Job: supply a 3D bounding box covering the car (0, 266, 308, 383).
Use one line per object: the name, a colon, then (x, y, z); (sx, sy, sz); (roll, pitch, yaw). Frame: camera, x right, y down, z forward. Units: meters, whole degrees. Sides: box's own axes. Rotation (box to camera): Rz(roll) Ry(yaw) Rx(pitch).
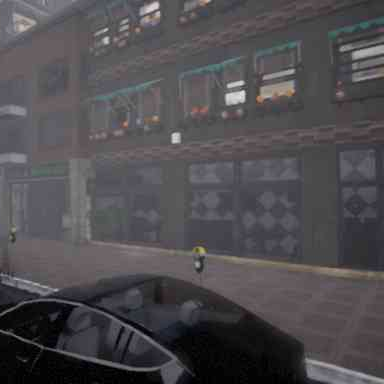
car: (-0.978, 1.591, 3.577); (4.313, 1.339, 1.947); (-1, -1, 35)
